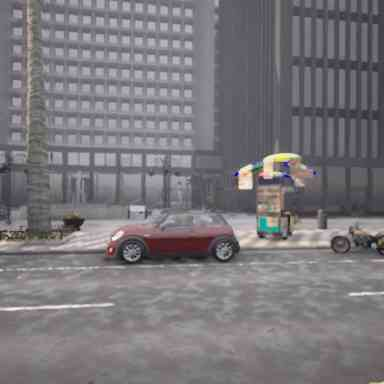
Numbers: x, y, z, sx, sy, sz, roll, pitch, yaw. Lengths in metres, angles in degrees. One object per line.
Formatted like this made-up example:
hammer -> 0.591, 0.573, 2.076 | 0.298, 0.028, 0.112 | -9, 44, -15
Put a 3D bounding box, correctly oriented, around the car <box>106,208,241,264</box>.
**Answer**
car -> -0.671, 1.433, 11.805 | 4.553, 1.767, 2.185 | 1, 0, -9
